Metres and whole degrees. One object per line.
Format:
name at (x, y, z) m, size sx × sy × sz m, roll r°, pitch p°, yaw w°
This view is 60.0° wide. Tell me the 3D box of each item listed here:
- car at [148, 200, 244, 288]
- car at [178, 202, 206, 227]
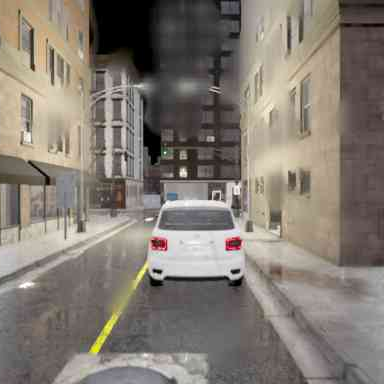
car at (0.089, 1.224, 9.399) m, size 2.150 × 2.045 × 5.566 m, roll 0°, pitch 0°, yaw 0°
car at (-0.110, 1.527, 23.676) m, size 1.812 × 1.442 × 4.674 m, roll 0°, pitch 0°, yaw -3°
